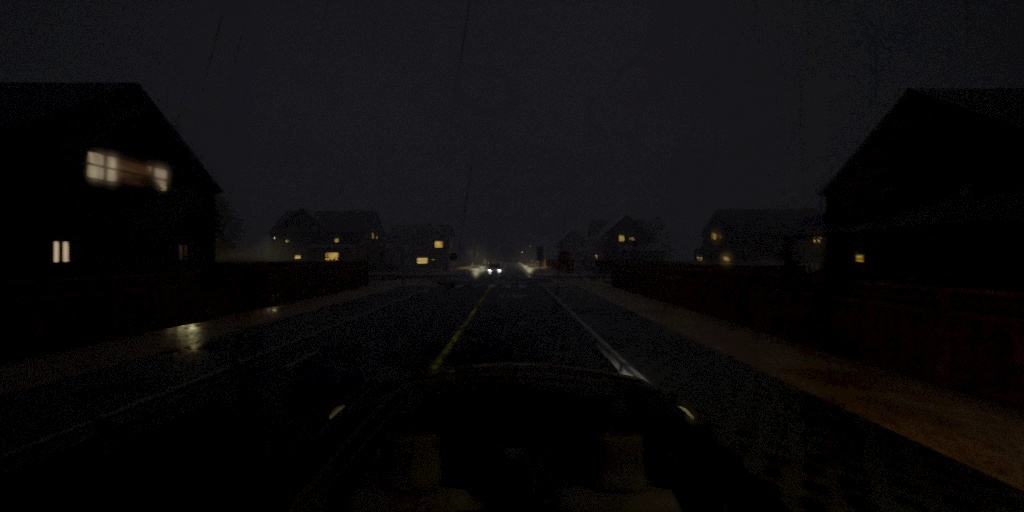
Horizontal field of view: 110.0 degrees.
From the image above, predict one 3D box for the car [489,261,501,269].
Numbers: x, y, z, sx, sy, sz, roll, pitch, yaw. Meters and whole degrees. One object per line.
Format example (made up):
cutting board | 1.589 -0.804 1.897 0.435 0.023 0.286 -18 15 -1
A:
car | -2.747 1.428 58.103 1.895 1.301 4.718 0 0 0
